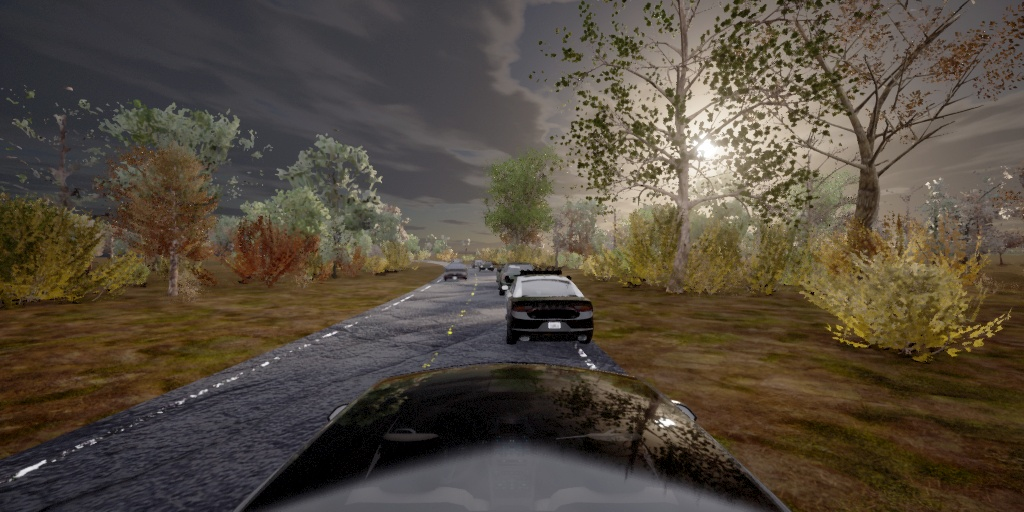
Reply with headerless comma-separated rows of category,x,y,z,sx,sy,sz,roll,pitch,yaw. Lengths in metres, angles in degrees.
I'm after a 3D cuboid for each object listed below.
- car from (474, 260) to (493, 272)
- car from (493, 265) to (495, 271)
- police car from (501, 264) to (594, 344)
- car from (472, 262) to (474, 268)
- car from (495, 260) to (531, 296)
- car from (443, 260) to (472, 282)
car,-3.495,1.347,46.602,1.895,1.301,4.718,0,0,-9
car,-0.155,1.254,25.697,1.837,1.490,4.892,0,0,-5
police car,0.765,1.175,9.708,1.930,1.638,5.238,0,0,-2
car,-5.592,1.292,58.841,2.033,1.411,5.357,0,0,-11
car,0.292,1.100,19.637,2.097,1.767,4.553,0,0,-4
car,-4.556,1.296,29.577,2.033,1.411,5.357,0,0,-6
